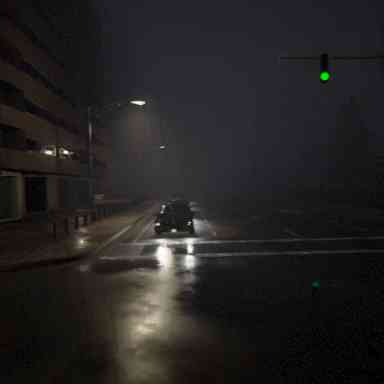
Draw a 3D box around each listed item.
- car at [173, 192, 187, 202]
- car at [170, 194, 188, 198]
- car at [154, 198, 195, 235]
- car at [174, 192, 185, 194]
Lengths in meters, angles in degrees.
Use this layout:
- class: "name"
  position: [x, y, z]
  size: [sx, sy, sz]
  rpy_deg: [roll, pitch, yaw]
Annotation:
- class: "car"
  position: [-1.731, 0.726, 49.740]
  size: [1.895, 1.301, 4.718]
  rpy_deg: [-1, 1, -1]
- class: "car"
  position: [-1.147, 1.148, 26.852]
  size: [1.895, 1.301, 4.718]
  rpy_deg: [-1, 1, -2]
- class: "car"
  position: [-0.885, 1.270, 17.318]
  size: [2.033, 1.411, 5.357]
  rpy_deg: [-1, 1, -2]
- class: "car"
  position: [-1.440, 0.830, 37.442]
  size: [1.882, 1.535, 5.008]
  rpy_deg: [-1, 1, -2]
